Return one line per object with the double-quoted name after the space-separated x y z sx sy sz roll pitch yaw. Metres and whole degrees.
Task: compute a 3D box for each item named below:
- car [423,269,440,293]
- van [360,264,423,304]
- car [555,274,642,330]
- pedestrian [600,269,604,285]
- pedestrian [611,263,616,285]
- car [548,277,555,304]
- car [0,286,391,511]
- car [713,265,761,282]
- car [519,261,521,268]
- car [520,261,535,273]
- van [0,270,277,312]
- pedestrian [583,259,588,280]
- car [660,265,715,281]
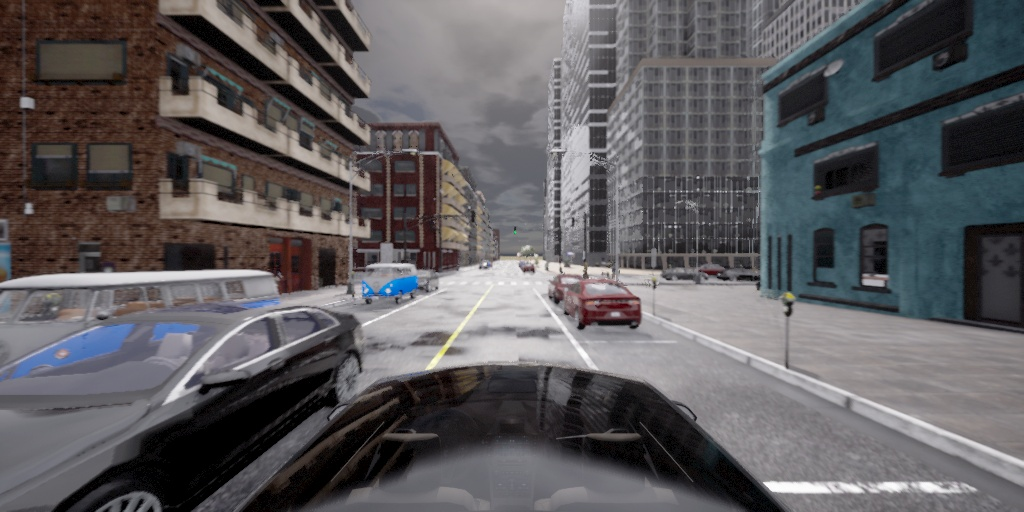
-5.694 1.524 22.631 2.007 1.370 4.403 0 0 0 "car"
-5.693 1.255 17.052 1.690 1.789 3.998 0 0 0 "van"
2.688 1.400 11.508 1.888 1.381 4.507 0 0 0 "car"
7.132 1.633 28.312 0.375 1.300 0.375 -1 0 0 "pedestrian"
8.131 1.413 28.911 0.375 1.860 0.375 -1 0 0 "pedestrian"
2.688 1.496 17.089 1.802 1.307 4.207 0 0 0 "car"
-3.100 1.260 3.438 2.128 1.511 4.902 0 -1 0 "car"
22.192 1.841 34.770 4.313 1.339 1.948 0 0 1 "car"
2.650 1.798 60.797 1.967 1.591 4.097 0 0 0 "car"
2.650 1.849 55.151 1.888 1.381 4.507 0 0 0 "car"
-5.692 1.136 5.890 1.690 1.789 3.998 0 0 0 "van"
6.071 1.195 29.509 0.375 1.860 0.375 -1 0 0 "pedestrian"
16.710 1.801 34.846 4.403 1.370 2.007 0 0 1 "car"
